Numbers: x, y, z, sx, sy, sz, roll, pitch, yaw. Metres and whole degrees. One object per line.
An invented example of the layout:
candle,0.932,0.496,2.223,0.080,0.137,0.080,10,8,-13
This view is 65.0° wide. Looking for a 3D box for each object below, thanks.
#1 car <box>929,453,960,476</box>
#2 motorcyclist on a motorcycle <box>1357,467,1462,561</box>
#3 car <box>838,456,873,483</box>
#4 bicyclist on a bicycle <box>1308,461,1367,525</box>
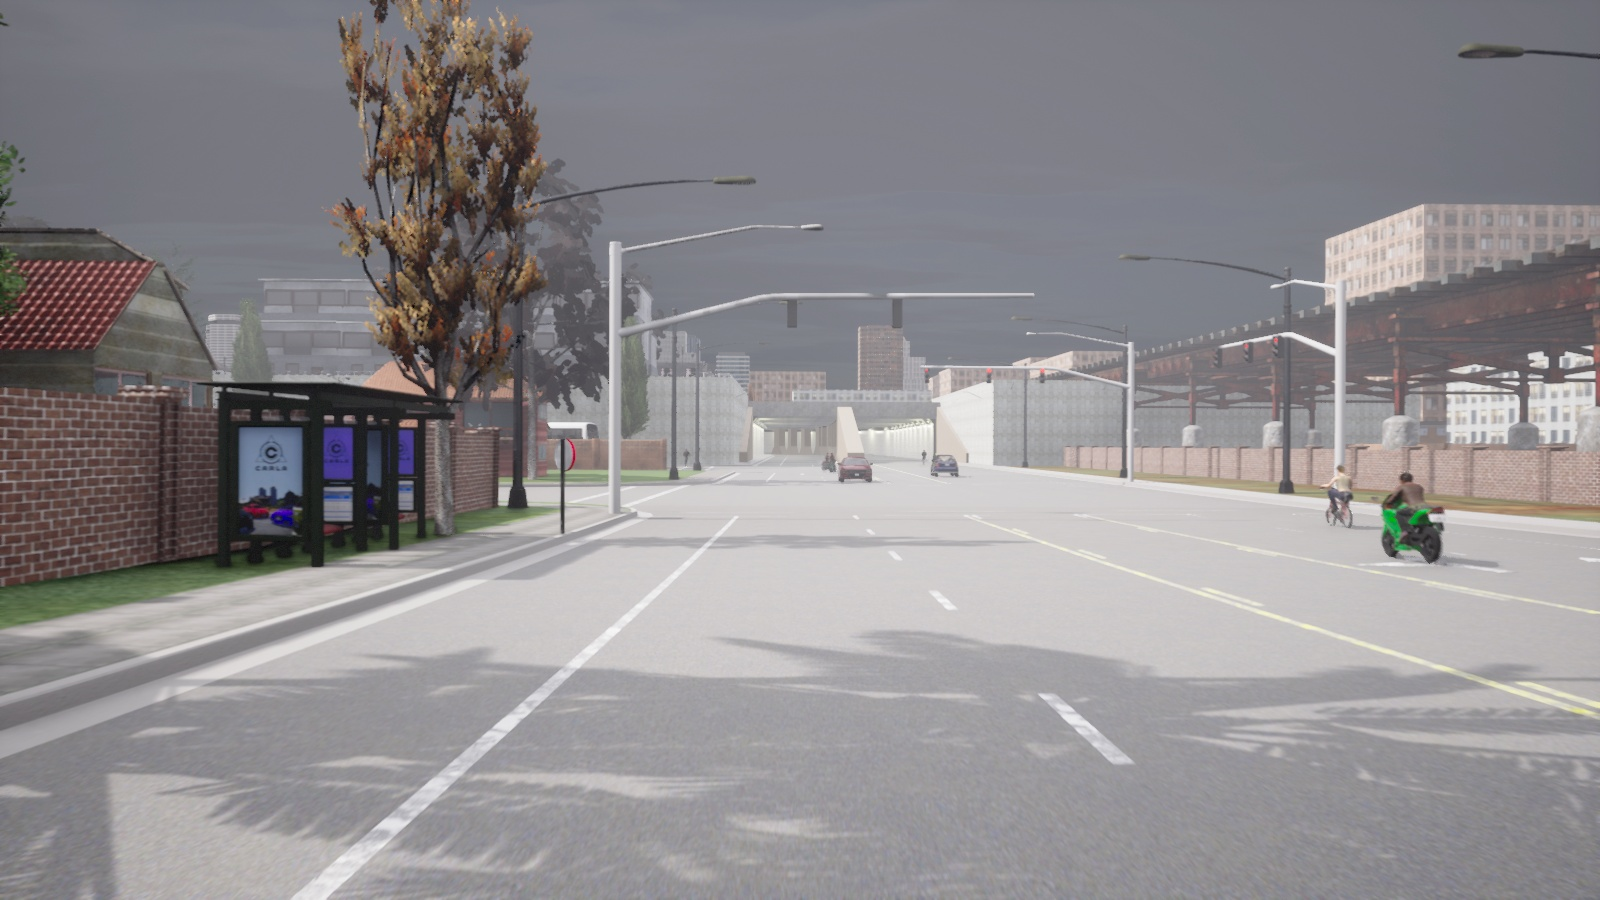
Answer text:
car,10.265,1.040,89.606,1.789,1.549,3.705,0,0,0
motorcyclist on a motorcycle,10.442,1.059,21.606,0.797,1.523,2.044,0,-1,0
car,3.303,1.122,75.290,1.882,1.535,5.008,0,0,0
bicyclist on a bicycle,13.916,1.090,32.533,0.866,1.612,1.509,0,0,0
